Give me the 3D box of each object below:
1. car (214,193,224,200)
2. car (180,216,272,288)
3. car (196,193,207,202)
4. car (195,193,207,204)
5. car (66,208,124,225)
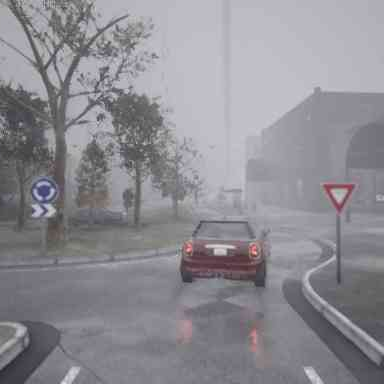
[{"bbox_3d":[7.393,1.584,95.359,2.097,1.535,5.008,0,0,8],"label":"car"},{"bbox_3d":[1.200,1.474,9.882,2.097,1.767,4.553,0,-1,14],"label":"car"},{"bbox_3d":[2.289,1.163,76.868,2.150,2.045,5.566,0,0,5],"label":"car"},{"bbox_3d":[1.704,1.356,66.124,2.150,2.045,5.566,0,0,3],"label":"car"},{"bbox_3d":[-8.603,2.084,28.460,5.357,1.411,2.033,0,-1,-4],"label":"car"}]
